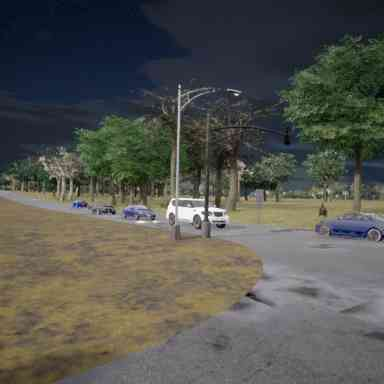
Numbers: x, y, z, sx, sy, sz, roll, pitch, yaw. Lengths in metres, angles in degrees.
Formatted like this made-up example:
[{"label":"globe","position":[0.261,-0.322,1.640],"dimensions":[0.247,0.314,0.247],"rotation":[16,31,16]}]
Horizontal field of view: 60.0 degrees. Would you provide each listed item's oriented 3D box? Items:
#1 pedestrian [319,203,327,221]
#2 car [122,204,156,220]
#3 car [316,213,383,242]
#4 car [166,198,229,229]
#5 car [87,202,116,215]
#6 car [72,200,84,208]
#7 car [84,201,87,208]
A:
[{"label":"pedestrian","position":[9.324,1.717,23.835],"dimensions":[0.375,1.860,0.375],"rotation":[1,-1,-34]},{"label":"car","position":[-5.195,1.883,31.929],"dimensions":[1.812,1.442,4.674],"rotation":[3,-2,-34]},{"label":"car","position":[8.756,1.788,17.645],"dimensions":[1.994,1.385,4.181],"rotation":[3,-2,-34]},{"label":"car","position":[0.244,1.459,23.761],"dimensions":[2.150,2.045,5.566],"rotation":[3,-2,-34]},{"label":"car","position":[-10.765,2.012,40.262],"dimensions":[1.994,1.385,4.181],"rotation":[3,-2,-34]},{"label":"car","position":[-21.096,2.221,62.412],"dimensions":[1.882,1.535,5.008],"rotation":[3,-2,-34]},{"label":"car","position":[-15.595,2.251,54.142],"dimensions":[1.994,1.385,4.181],"rotation":[3,-2,-33]}]
